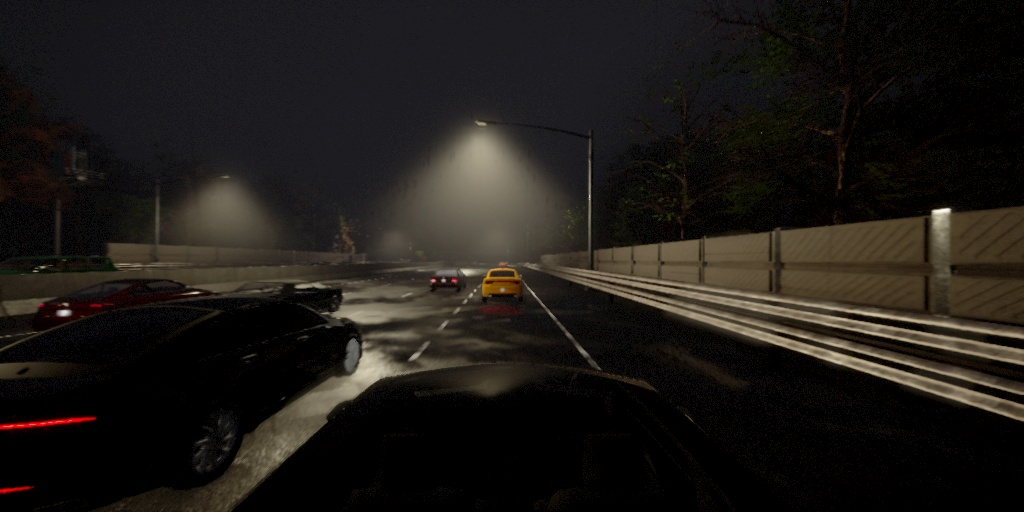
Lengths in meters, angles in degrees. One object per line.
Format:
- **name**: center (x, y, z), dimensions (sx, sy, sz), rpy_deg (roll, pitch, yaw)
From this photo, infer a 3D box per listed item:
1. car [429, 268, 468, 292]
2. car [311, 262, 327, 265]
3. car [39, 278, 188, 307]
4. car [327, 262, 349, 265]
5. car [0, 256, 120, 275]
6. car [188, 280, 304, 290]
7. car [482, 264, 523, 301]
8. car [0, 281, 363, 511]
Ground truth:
- **car**: center (-3.988, 1.476, 23.114), dimensions (2.033, 1.411, 5.357), rpy_deg (0, -1, -1)
- **car**: center (-29.389, 1.693, 56.238), dimensions (1.994, 1.385, 4.181), rpy_deg (0, -1, -1)
- **car**: center (-10.693, 1.338, 10.529), dimensions (1.994, 1.385, 4.181), rpy_deg (0, -1, -1)
- **car**: center (-25.876, 1.689, 55.426), dimensions (2.033, 1.411, 5.357), rpy_deg (0, -1, -1)
- **car**: center (-21.532, 0.993, 16.424), dimensions (2.150, 2.045, 5.566), rpy_deg (0, -1, -1)
- **car**: center (-7.214, 1.402, 11.409), dimensions (1.895, 1.301, 4.718), rpy_deg (0, -1, -1)
- **car**: center (-0.479, 1.382, 18.507), dimensions (1.882, 1.535, 5.008), rpy_deg (0, -1, -1)
- **car**: center (-3.556, 1.262, 4.556), dimensions (1.837, 1.490, 4.892), rpy_deg (0, -1, -1)
